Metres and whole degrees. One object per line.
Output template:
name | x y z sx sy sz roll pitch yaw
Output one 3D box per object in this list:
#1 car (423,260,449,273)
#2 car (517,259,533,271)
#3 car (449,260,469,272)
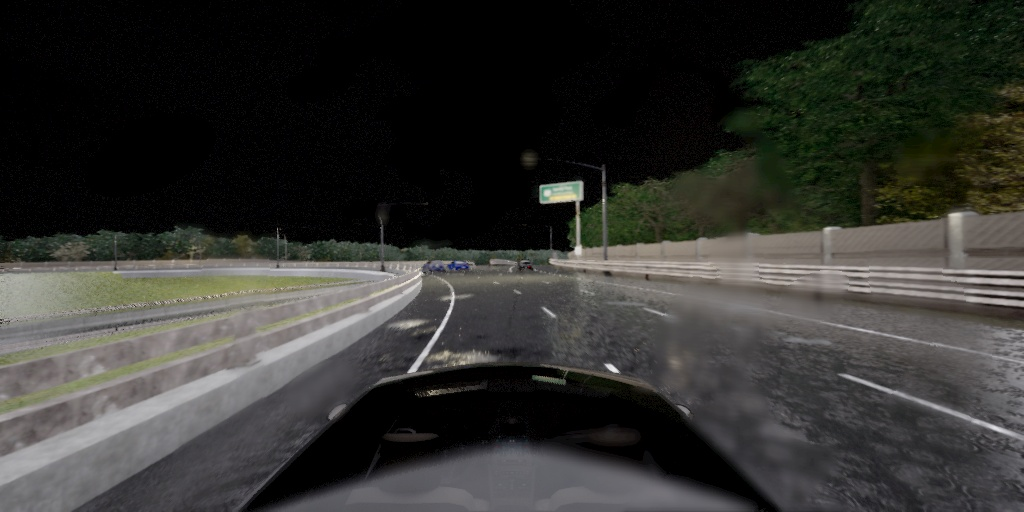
car | -10.300 1.302 47.114 2.097 1.767 4.553 -1 0 -25
car | 1.743 1.216 49.157 1.837 1.490 4.892 -2 0 -2
car | -7.456 1.370 49.249 1.882 1.535 5.008 -1 0 -26
